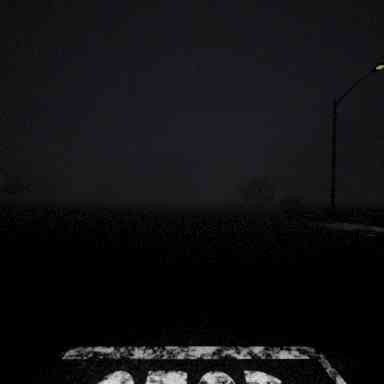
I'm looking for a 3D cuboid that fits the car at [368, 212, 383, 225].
[{"bbox_3d":[15.157,1.694,23.534,5.008,1.535,1.882,0,1,0],"label":"car"}]
